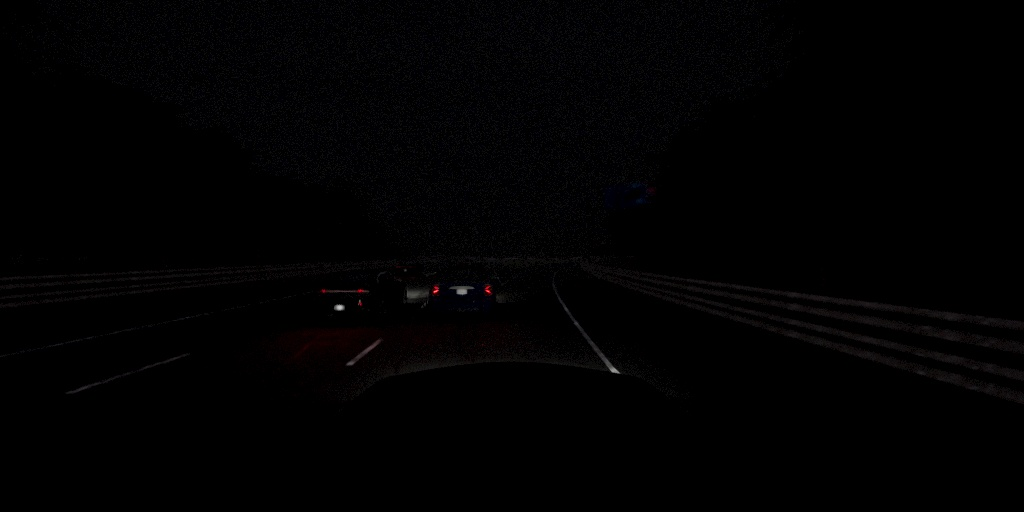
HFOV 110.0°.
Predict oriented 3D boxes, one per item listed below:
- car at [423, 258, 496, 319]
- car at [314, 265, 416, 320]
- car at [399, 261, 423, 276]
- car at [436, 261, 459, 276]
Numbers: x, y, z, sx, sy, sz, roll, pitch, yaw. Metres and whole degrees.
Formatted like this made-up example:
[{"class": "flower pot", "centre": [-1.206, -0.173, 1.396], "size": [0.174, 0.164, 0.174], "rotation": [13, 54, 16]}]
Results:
[{"class": "car", "centre": [-1.642, 1.092, 12.869], "size": [2.097, 1.767, 4.553], "rotation": [0, 0, -4]}, {"class": "car", "centre": [-5.038, 1.224, 12.538], "size": [2.128, 1.511, 4.902], "rotation": [0, 0, -4]}, {"class": "car", "centre": [-10.101, 1.195, 35.817], "size": [1.882, 1.535, 5.008], "rotation": [0, 0, -4]}, {"class": "car", "centre": [-6.728, 1.292, 37.672], "size": [1.994, 1.385, 4.181], "rotation": [0, 0, -4]}]
